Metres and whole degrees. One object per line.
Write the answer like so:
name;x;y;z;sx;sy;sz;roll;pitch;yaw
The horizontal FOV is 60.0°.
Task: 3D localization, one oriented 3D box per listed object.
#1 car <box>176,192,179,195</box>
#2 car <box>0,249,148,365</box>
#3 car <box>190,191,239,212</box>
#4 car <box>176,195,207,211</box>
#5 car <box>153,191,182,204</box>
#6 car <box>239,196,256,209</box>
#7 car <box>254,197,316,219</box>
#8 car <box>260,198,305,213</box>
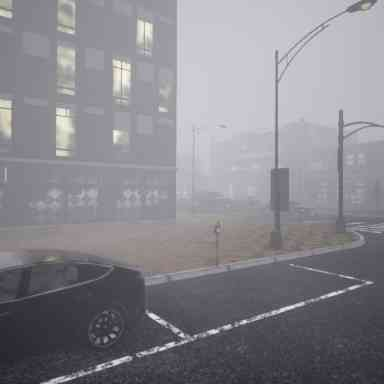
car;-0.611;1.101;47.622;2.008;1.369;4.403;1;0;-36
car;-2.707;1.566;4.623;4.313;1.339;1.947;0;0;-36
car;1.843;0.894;34.512;2.150;2.045;5.566;0;1;-36
car;-0.785;1.231;33.721;1.802;1.307;4.206;1;0;-36
car;-3.893;0.793;52.088;2.192;1.841;5.009;1;0;-36
car;5.966;1.130;38.690;1.967;1.590;4.097;1;0;-36
car;7.598;1.318;26.690;1.812;1.442;4.674;0;1;-36
car;9.252;1.340;34.222;1.802;1.307;4.206;1;0;-36
